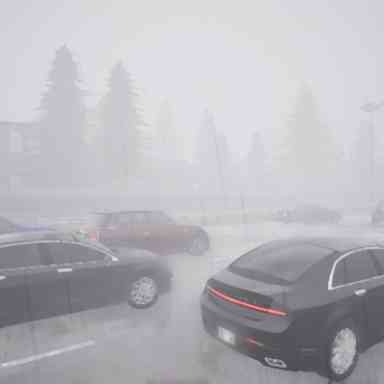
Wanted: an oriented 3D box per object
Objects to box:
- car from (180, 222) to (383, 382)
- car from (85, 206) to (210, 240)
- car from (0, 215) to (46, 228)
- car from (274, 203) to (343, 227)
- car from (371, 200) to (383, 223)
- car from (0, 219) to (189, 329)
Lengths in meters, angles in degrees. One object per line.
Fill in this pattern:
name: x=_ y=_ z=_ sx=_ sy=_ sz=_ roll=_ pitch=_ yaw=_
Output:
car: x=2.392 y=1.485 z=5.451 sx=4.892 sy=1.490 sz=1.837 roll=0 pitch=0 yaw=-35
car: x=-1.545 y=1.331 z=11.241 sx=4.553 sy=1.767 sz=2.097 roll=0 pitch=0 yaw=-35
car: x=-7.128 y=1.474 z=11.558 sx=5.008 sy=1.535 sz=1.882 roll=0 pitch=0 yaw=-35
car: x=7.860 y=1.471 z=22.243 sx=5.357 sy=1.411 sz=2.033 roll=0 pitch=0 yaw=-35
car: x=14.117 y=1.255 z=22.406 sx=4.553 sy=1.767 sz=2.097 roll=0 pitch=0 yaw=-35
car: x=-2.631 y=1.500 z=6.170 sx=4.892 sy=1.490 sz=1.837 roll=0 pitch=0 yaw=-35
